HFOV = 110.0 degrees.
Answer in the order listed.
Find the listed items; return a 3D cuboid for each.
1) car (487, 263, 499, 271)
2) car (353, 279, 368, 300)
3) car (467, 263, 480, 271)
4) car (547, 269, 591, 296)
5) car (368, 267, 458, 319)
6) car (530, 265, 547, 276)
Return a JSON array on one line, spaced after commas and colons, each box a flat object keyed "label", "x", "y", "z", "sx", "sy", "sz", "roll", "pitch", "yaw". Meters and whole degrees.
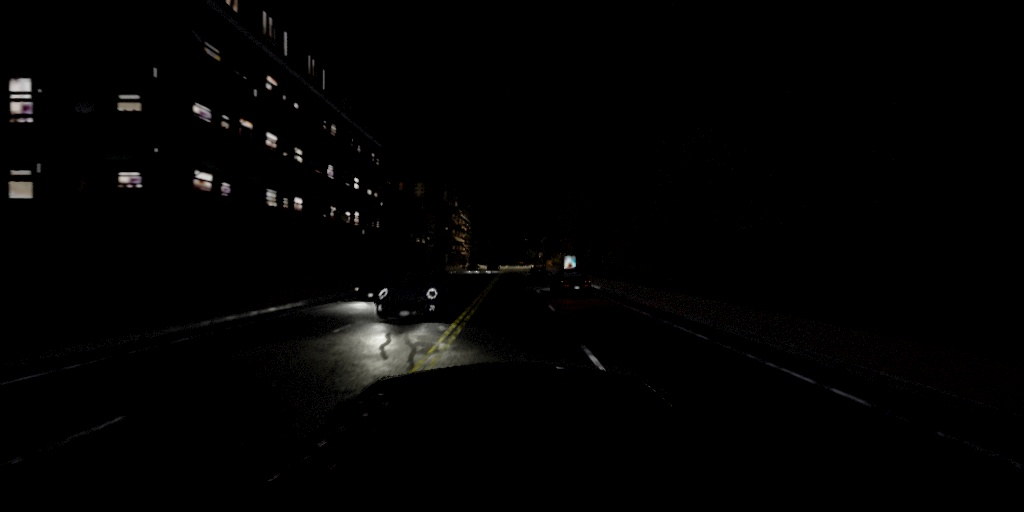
[{"label": "car", "x": -3.288, "y": 1.909, "z": 61.692, "sx": 2.033, "sy": 1.411, "sz": 5.357, "roll": 0, "pitch": -1, "yaw": 1}, {"label": "car", "x": -6.589, "y": 1.476, "z": 19.366, "sx": 2.033, "sy": 1.411, "sz": 5.357, "roll": 0, "pitch": -1, "yaw": 0}, {"label": "car", "x": -6.533, "y": 1.909, "z": 61.675, "sx": 2.033, "sy": 1.411, "sz": 5.357, "roll": 0, "pitch": -1, "yaw": 1}, {"label": "car", "x": 3.350, "y": 1.468, "z": 20.781, "sx": 1.812, "sy": 1.442, "sz": 4.674, "roll": 0, "pitch": 0, "yaw": 0}, {"label": "car", "x": -3.345, "y": 1.219, "z": 13.399, "sx": 2.097, "sy": 1.767, "sz": 4.553, "roll": 0, "pitch": 0, "yaw": 0}, {"label": "car", "x": 3.343, "y": 1.756, "z": 45.201, "sx": 1.994, "sy": 1.385, "sz": 4.181, "roll": 0, "pitch": -1, "yaw": 0}]
